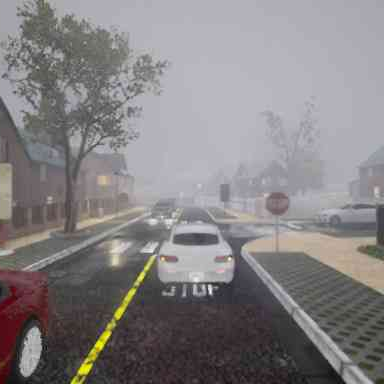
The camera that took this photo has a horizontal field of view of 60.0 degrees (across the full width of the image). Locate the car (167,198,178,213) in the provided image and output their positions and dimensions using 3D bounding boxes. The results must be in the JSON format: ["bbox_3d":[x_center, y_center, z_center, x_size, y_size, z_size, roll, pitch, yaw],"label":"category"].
[{"bbox_3d":[-2.919,1.821,41.333,1.994,1.385,4.181,0,0,-1],"label":"car"}]

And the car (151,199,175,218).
[{"bbox_3d":[-2.844,1.728,32.304,1.812,1.442,4.674,0,0,-1],"label":"car"}]

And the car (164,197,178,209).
[{"bbox_3d":[-3.227,1.677,51.227,2.097,1.767,4.553,0,-1,-4],"label":"car"}]

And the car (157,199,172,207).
[{"bbox_3d":[-5.156,2.004,62.538,1.812,1.442,4.674,0,0,-17],"label":"car"}]

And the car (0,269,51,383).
[{"bbox_3d":[-2.879,1.496,2.604,1.882,1.535,5.008,0,0,0],"label":"car"}]

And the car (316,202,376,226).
[{"bbox_3d":[10.451,1.383,21.527,4.674,1.442,1.812,-1,0,0],"label":"car"}]

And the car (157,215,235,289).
[{"bbox_3d":[0.098,1.587,9.256,1.812,1.442,4.674,0,0,0],"label":"car"}]
